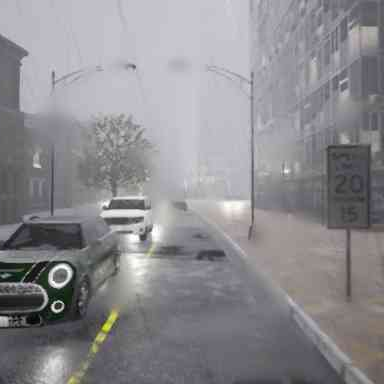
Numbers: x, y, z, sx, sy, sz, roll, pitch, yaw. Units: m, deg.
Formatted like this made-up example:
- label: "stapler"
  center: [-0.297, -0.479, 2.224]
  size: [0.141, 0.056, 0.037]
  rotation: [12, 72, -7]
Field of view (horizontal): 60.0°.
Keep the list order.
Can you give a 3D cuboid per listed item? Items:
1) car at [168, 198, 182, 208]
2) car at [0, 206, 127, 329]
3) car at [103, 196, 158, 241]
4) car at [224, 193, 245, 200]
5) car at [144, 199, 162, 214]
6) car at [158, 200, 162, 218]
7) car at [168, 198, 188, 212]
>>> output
- label: "car"
  center: [-2.547, 1.594, 49.371]
  size: [1.895, 1.301, 4.718]
  rotation: [0, 0, -6]
- label: "car"
  center: [-2.953, 1.353, 7.249]
  size: [2.097, 1.767, 4.553]
  rotation: [0, 0, -1]
- label: "car"
  center: [-3.194, 1.221, 17.036]
  size: [2.150, 2.045, 5.566]
  rotation: [0, 0, -2]
- label: "car"
  center: [10.153, 1.183, 79.062]
  size: [5.009, 1.841, 2.192]
  rotation: [0, -1, 12]
- label: "car"
  center: [-4.290, 1.520, 37.083]
  size: [1.812, 1.442, 4.674]
  rotation: [0, 0, -4]
- label: "car"
  center: [-3.587, 1.598, 26.830]
  size: [1.895, 1.301, 4.718]
  rotation: [0, 0, -3]
- label: "car"
  center: [-1.574, 1.474, 38.597]
  size: [1.882, 1.535, 5.008]
  rotation: [0, 0, -5]
